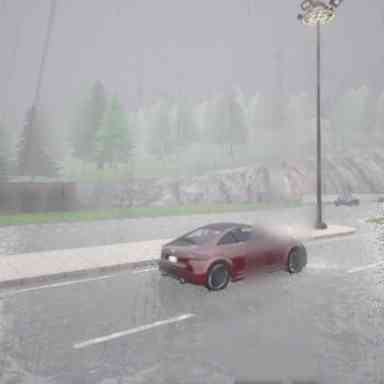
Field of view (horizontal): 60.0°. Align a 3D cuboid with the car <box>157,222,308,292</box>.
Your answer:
[{"bbox_3d":[1.183,1.514,8.890,4.181,1.385,1.994,-1,0,-35],"label":"car"}]

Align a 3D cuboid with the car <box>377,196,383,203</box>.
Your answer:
[{"bbox_3d":[33.143,1.010,55.249,4.892,1.490,1.837,0,0,-19],"label":"car"}]

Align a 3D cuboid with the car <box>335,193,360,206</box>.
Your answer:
[{"bbox_3d":[20.990,0.989,44.979,2.097,1.767,4.553,0,0,42],"label":"car"}]
